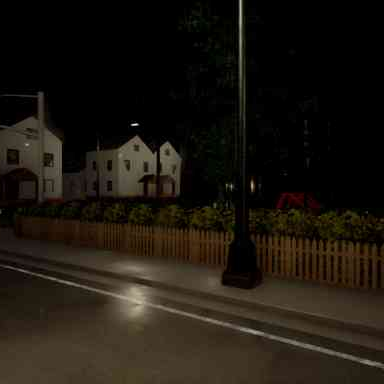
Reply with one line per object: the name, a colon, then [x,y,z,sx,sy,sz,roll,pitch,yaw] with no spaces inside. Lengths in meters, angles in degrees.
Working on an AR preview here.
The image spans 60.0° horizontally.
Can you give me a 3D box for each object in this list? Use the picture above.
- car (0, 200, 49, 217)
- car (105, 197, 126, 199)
car: [-15.037,1.491,30.641,2.128,1.511,4.902,0,0,35]
car: [-9.389,1.352,38.811,2.097,1.767,4.553,0,0,35]
